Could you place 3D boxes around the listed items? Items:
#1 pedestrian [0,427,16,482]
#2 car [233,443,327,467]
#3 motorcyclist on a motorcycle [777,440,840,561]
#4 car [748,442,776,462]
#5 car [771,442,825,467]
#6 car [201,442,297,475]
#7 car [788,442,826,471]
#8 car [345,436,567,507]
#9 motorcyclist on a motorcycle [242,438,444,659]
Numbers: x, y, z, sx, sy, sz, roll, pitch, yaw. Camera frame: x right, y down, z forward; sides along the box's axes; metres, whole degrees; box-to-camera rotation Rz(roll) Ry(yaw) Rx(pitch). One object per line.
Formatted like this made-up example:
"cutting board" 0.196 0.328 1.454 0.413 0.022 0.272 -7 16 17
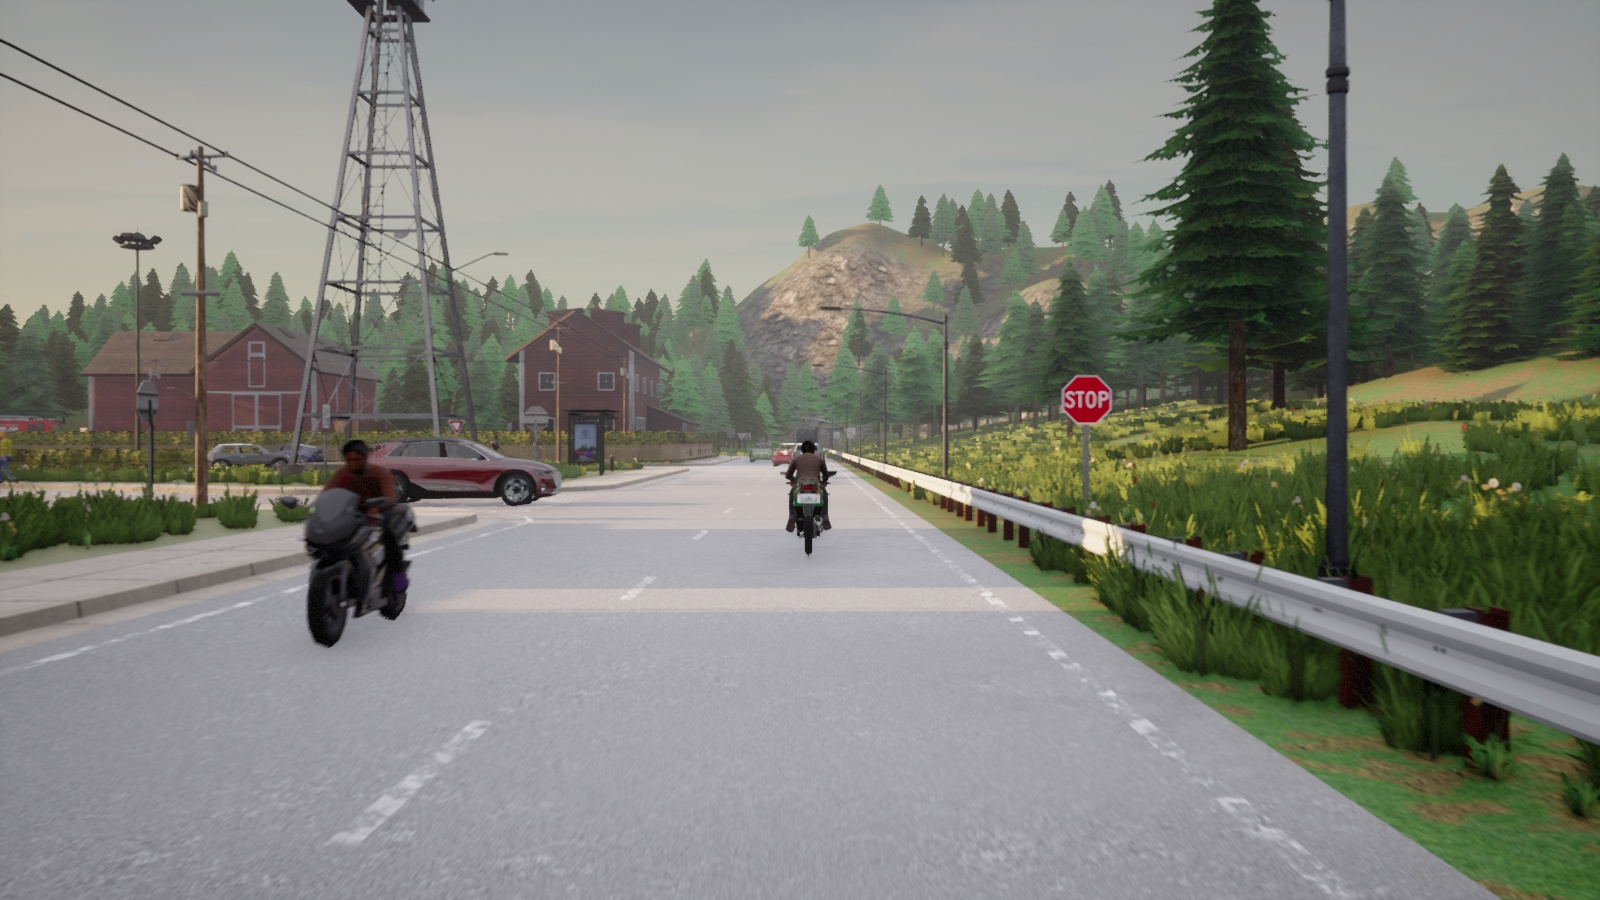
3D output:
"pedestrian" -26.481 0.146 41.655 0.706 1.836 0.354 0 0 0
"car" -31.658 0.290 76.537 4.792 1.488 2.163 0 0 0
"motorcyclist on a motorcycle" 0.112 0.633 16.933 0.797 1.523 2.044 0 0 0
"car" -2.929 0.141 97.714 2.007 1.525 4.514 0 0 0
"car" -0.119 0.267 78.964 1.970 1.475 3.806 0 0 25
"car" -25.705 0.361 58.594 3.806 1.475 1.970 0 0 -34
"car" 0.391 0.339 66.237 1.970 1.475 3.806 0 0 1
"car" -8.215 0.499 30.343 4.856 1.649 2.033 0 0 -3
"motorcyclist on a motorcycle" -3.430 0.671 9.658 0.797 1.523 2.044 0 0 0
